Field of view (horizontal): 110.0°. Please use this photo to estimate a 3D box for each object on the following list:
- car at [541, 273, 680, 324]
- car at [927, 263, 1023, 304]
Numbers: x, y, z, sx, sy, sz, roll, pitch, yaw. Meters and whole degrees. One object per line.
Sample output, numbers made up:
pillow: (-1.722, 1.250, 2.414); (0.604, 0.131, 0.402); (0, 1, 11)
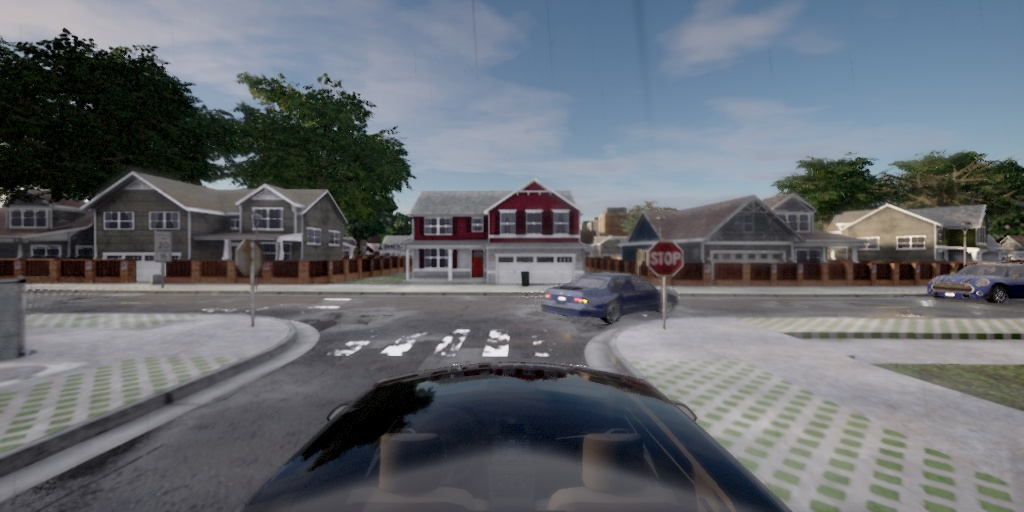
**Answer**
car: (3.407, 1.266, 11.794); (5.357, 1.411, 2.033); (0, 0, -38)
car: (21.717, 1.133, 16.237); (4.553, 1.767, 2.097); (0, 0, -7)
